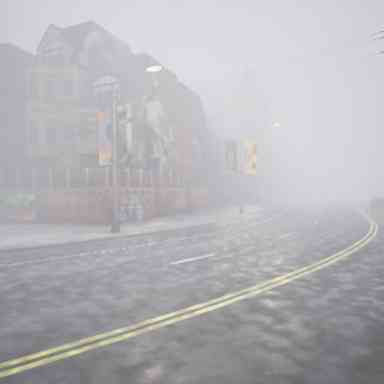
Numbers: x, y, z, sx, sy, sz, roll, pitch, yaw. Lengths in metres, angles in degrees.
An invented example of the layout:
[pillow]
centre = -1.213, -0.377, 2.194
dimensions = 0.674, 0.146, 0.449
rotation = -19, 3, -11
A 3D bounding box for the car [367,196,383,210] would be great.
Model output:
[car]
centre = 20.106, 1.160, 35.730
dimensions = 1.837, 1.490, 4.892
rotation = -1, 0, 24
